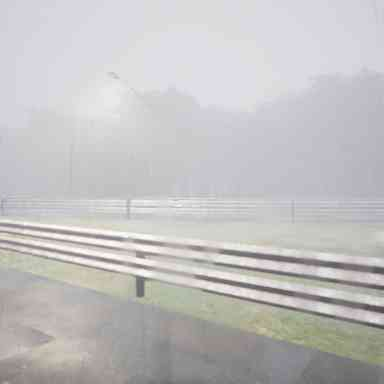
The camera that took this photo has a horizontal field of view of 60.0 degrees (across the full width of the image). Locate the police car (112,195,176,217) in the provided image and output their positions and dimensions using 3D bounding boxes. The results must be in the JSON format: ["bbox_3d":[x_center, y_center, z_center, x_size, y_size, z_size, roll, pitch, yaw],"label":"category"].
[{"bbox_3d":[-3.851,1.071,26.281,5.238,1.638,1.930,0,0,16],"label":"police car"}]
